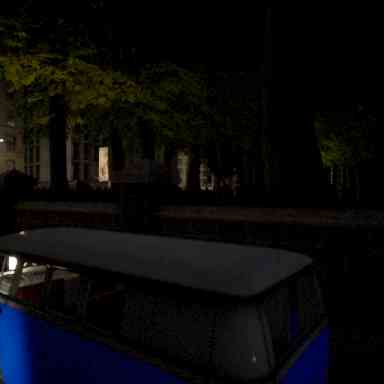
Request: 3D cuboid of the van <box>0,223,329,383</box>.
[{"bbox_3d":[-0.719,1.340,3.374,3.998,1.788,1.690,0,0,36],"label":"van"}]
